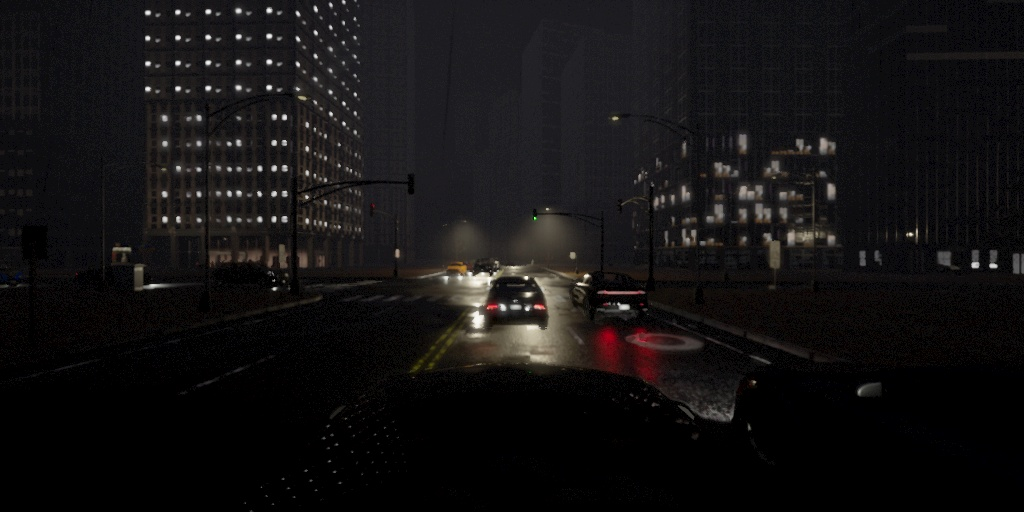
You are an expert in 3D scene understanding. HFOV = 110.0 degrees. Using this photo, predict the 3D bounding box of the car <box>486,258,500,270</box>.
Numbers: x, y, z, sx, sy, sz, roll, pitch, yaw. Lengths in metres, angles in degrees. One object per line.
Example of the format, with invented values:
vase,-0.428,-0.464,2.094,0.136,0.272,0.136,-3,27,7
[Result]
car,-3.254,1.365,62.358,2.150,2.045,5.566,0,0,0

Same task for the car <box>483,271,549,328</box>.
car,0.117,1.370,11.624,2.033,1.411,5.357,0,0,0

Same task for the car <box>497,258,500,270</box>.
car,-3.277,1.438,52.129,2.097,1.767,4.553,0,0,0

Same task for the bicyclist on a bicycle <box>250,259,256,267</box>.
bicyclist on a bicycle,-24.660,1.116,34.002,0.582,1.620,1.656,0,0,2

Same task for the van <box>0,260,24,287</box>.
van,-33.906,1.122,22.918,3.998,1.789,1.690,0,0,2

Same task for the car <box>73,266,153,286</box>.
car,-28.122,1.369,25.360,4.181,1.385,1.994,0,0,2

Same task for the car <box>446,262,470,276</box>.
car,-6.541,1.508,42.499,1.882,1.535,5.008,0,0,0

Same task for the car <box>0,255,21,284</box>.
car,-39.276,0.975,25.658,5.566,2.045,2.150,0,0,2

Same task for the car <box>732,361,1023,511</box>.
car,3.352,1.318,2.127,1.994,1.385,4.181,0,0,0

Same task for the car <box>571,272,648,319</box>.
car,3.364,1.326,13.148,2.128,1.511,4.902,0,0,0

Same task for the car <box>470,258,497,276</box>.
car,-3.292,1.250,42.176,2.150,2.045,5.566,0,0,0

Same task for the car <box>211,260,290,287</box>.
car,-18.181,1.203,25.115,4.553,1.767,2.097,0,0,1
